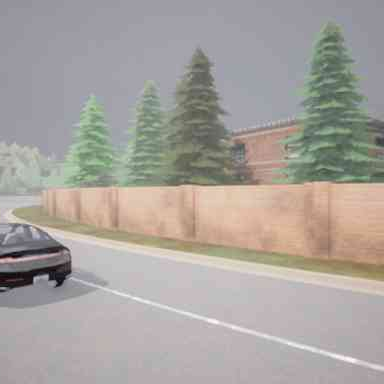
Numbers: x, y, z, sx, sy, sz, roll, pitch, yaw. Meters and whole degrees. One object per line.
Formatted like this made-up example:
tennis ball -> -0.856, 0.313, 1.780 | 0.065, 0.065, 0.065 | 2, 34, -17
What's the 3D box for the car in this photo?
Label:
car -> -4.815, 1.507, 8.154 | 4.902, 1.511, 2.128 | 0, 0, 41
